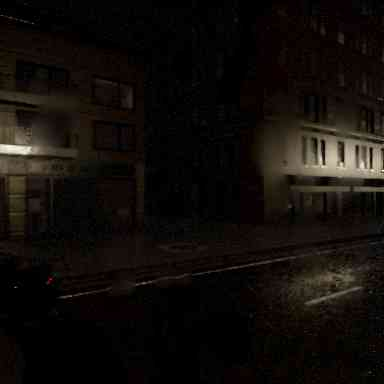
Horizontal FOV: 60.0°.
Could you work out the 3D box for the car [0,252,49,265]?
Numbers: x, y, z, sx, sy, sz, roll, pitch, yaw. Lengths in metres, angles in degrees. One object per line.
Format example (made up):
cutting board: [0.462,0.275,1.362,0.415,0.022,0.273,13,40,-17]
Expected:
car: [-4.281,1.498,4.148,4.892,1.490,1.837,0,0,-35]

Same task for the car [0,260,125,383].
car: [-2.691,1.471,1.291,5.008,1.535,1.882,0,0,-35]
